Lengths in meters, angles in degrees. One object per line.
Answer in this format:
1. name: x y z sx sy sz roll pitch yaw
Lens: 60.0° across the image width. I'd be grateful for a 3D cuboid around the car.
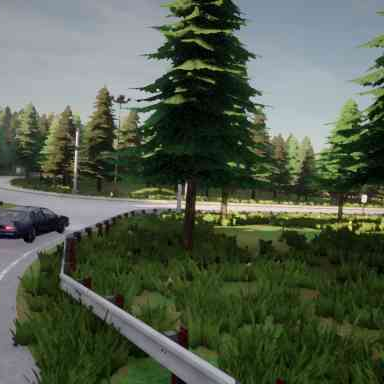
1. car: -7.589 1.371 15.525 2.033 1.411 5.357 4 1 3
